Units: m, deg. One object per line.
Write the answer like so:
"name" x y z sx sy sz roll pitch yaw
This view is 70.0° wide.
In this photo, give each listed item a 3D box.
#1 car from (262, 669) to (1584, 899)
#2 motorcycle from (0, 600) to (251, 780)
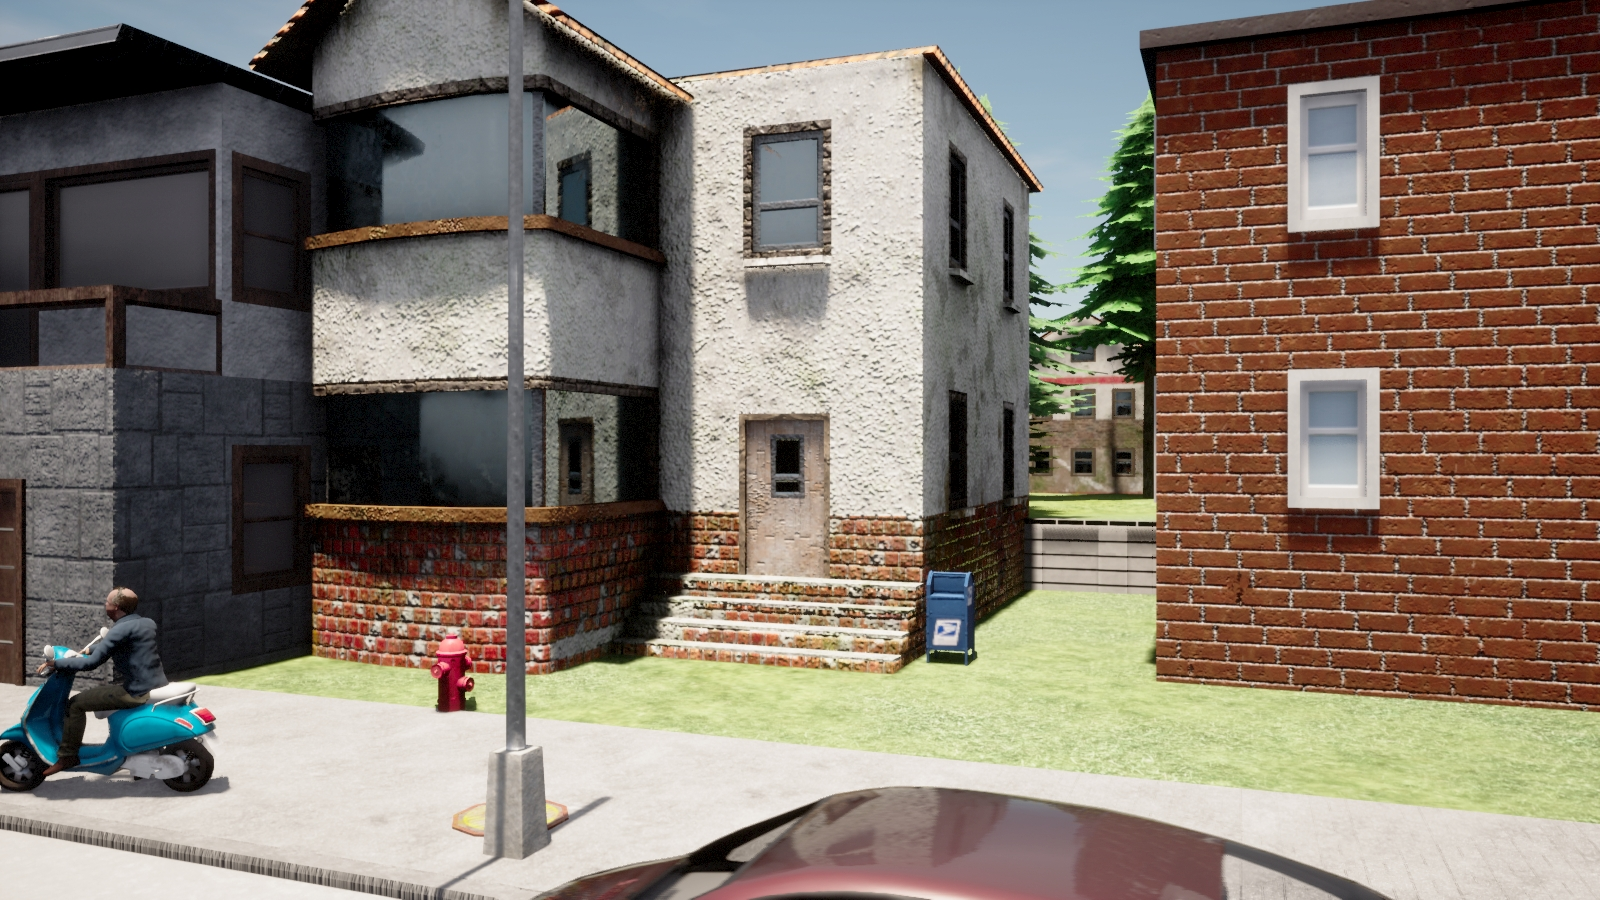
"car" 0.300 1.806 3.885 3.705 1.549 1.789 0 0 21
"motorcycle" -5.442 1.858 9.019 1.805 1.236 0.856 0 0 1
